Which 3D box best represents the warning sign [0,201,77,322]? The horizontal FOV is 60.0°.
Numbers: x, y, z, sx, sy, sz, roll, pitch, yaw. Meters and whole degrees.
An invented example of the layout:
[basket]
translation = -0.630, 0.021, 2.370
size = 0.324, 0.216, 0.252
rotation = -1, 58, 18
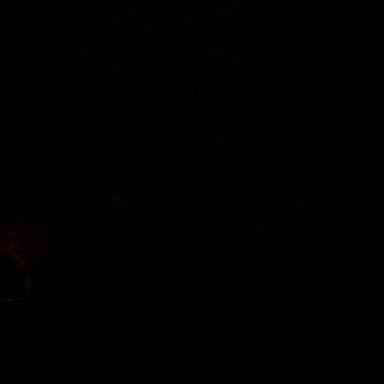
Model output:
[warning sign]
translation = -2.994, 1.122, 6.072
size = 1.060, 1.860, 1.300
rotation = 1, 0, 35
